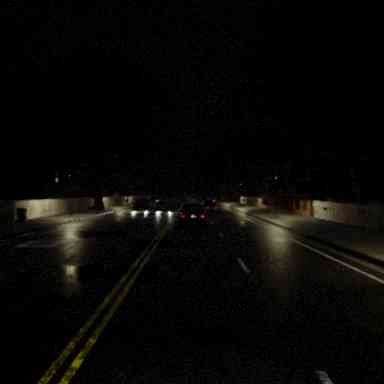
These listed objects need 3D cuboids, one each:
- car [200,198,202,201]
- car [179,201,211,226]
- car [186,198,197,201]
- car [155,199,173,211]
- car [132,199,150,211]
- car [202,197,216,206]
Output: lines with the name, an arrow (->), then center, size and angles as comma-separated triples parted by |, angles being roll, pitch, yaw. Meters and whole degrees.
car -> 3.012, 1.889, 80.116 | 2.128, 1.511, 4.902 | 0, 0, 0
car -> 0.027, 1.624, 23.748 | 2.033, 1.411, 5.357 | 0, 0, 0
car -> -0.089, 1.794, 63.832 | 1.812, 1.442, 4.674 | 0, 0, 0
car -> -3.457, 1.677, 42.398 | 1.812, 1.442, 4.674 | 0, 0, 0
car -> -6.706, 1.634, 44.317 | 1.882, 1.535, 5.008 | 0, -1, 0
car -> 3.175, 1.772, 58.628 | 1.812, 1.442, 4.674 | 0, 0, 0
